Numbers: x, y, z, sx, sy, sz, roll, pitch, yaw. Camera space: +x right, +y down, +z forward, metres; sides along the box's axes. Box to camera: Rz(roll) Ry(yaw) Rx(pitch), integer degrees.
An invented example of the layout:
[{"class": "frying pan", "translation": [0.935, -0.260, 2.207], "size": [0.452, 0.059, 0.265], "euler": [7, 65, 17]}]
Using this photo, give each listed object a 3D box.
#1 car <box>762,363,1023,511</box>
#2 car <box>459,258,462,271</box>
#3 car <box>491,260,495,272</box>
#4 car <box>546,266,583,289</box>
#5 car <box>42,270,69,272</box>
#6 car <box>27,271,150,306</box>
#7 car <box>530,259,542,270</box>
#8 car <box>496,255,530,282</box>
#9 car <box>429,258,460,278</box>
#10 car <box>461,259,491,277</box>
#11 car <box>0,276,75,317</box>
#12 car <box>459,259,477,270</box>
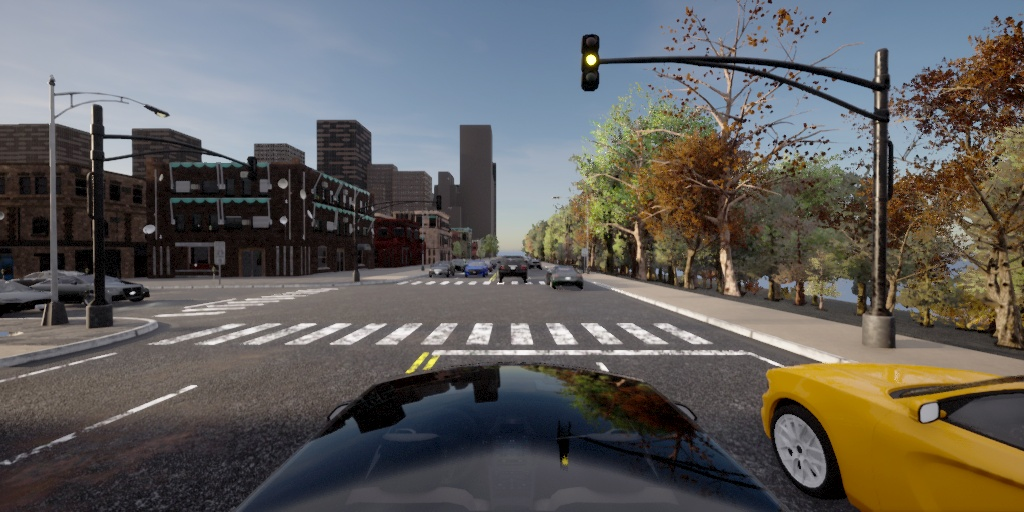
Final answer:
[{"class": "car", "translation": [3.351, 1.228, 1.433], "size": [1.882, 1.535, 5.008], "euler": [0, 0, 0]}, {"class": "car", "translation": [-6.634, 1.084, 44.216], "size": [2.097, 1.767, 4.553], "euler": [0, 0, 0]}, {"class": "car", "translation": [-3.382, 1.258, 44.128], "size": [1.812, 1.442, 4.674], "euler": [0, 0, 0]}, {"class": "car", "translation": [3.328, 1.306, 23.302], "size": [1.994, 1.385, 4.181], "euler": [0, 0, 0]}, {"class": "car", "translation": [-28.302, 1.558, 22.040], "size": [4.403, 1.370, 2.007], "euler": [0, 0, 0]}, {"class": "car", "translation": [-19.186, 1.525, 16.243], "size": [4.181, 1.385, 1.994], "euler": [-1, 1, 0]}, {"class": "car", "translation": [3.295, 1.232, 52.830], "size": [1.837, 1.490, 4.892], "euler": [0, 0, 0]}, {"class": "car", "translation": [0.071, 0.961, 28.763], "size": [2.150, 2.045, 5.566], "euler": [0, 0, 0]}, {"class": "car", "translation": [-6.625, 1.228, 34.342], "size": [2.128, 1.511, 4.902], "euler": [0, 0, 0]}, {"class": "car", "translation": [-3.376, 1.214, 34.733], "size": [1.882, 1.535, 5.008], "euler": [0, 0, 0]}, {"class": "car", "translation": [-19.959, 1.563, 13.537], "size": [4.313, 1.339, 1.948], "euler": [0, 0, 0]}, {"class": "car", "translation": [-6.634, 1.218, 54.585], "size": [2.128, 1.511, 4.902], "euler": [0, 0, 0]}]
